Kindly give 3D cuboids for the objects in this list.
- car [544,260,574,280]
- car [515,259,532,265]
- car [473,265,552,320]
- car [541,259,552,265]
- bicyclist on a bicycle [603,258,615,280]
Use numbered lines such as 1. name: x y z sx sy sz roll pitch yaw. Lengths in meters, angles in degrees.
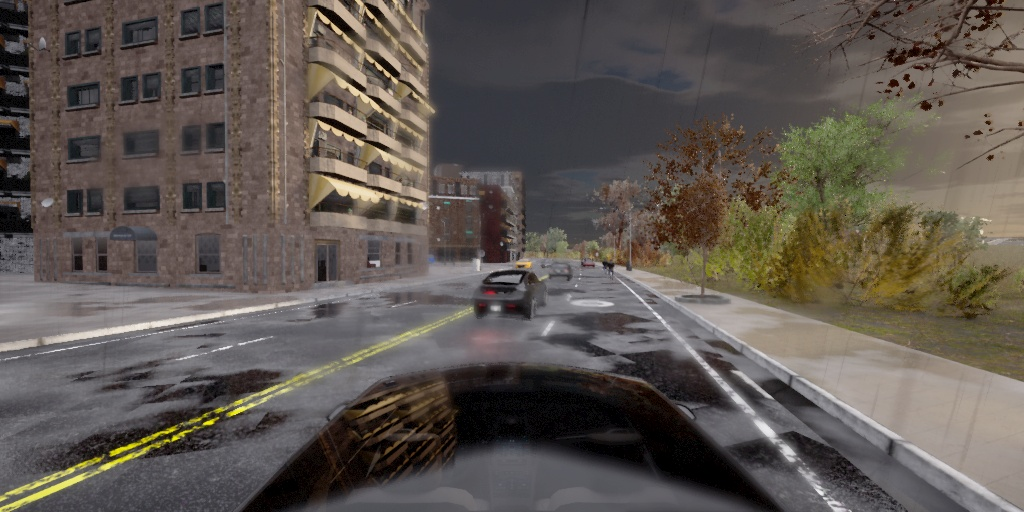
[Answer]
1. car: 4.275 1.290 31.077 2.033 1.411 5.357 0 0 12
2. car: 1.709 1.213 52.333 1.882 1.535 5.008 0 0 11
3. car: 0.108 1.253 12.732 1.837 1.490 4.892 0 0 14
4. car: 5.595 1.224 55.457 2.128 1.511 4.902 0 0 10
5. bicyclist on a bicycle: 7.903 1.112 28.738 0.659 1.776 1.843 0 0 12
